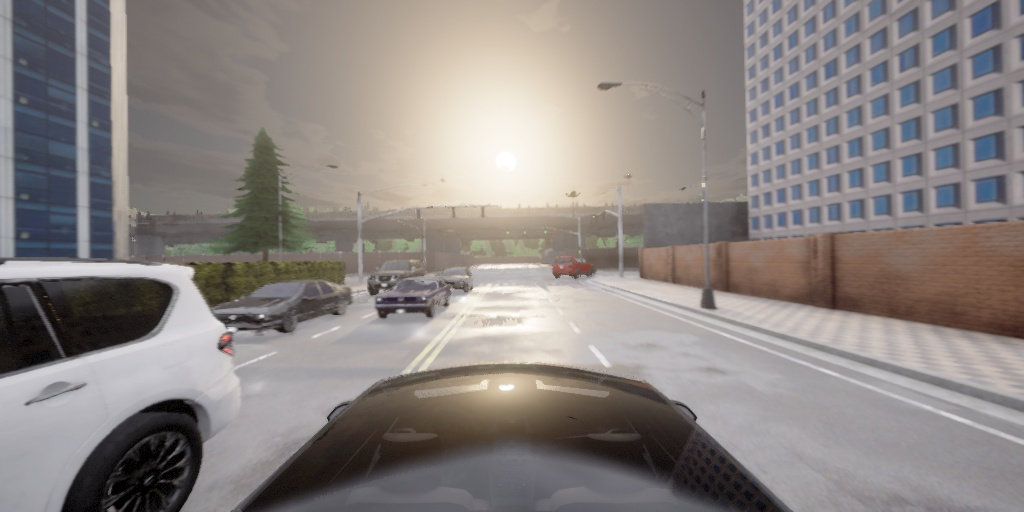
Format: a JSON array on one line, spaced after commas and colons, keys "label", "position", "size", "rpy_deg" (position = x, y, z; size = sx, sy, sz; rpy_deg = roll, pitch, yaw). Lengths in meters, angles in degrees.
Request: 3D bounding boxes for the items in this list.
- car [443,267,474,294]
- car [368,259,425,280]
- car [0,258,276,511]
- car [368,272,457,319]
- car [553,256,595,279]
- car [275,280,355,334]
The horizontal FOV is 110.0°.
[{"label": "car", "position": [-3.464, 1.445, 22.322], "size": [1.837, 1.490, 4.892], "rpy_deg": [-1, 0, 0]}, {"label": "car", "position": [-6.969, 1.229, 22.305], "size": [2.150, 2.045, 5.566], "rpy_deg": [-1, 0, 0]}, {"label": "car", "position": [-3.637, 1.037, 1.040], "size": [2.150, 2.045, 5.566], "rpy_deg": [-1, 0, 0]}, {"label": "car", "position": [-3.571, 1.495, 13.775], "size": [1.895, 1.301, 4.718], "rpy_deg": [-1, 0, 0]}, {"label": "car", "position": [5.777, 1.038, 33.384], "size": [2.150, 2.045, 5.566], "rpy_deg": [-3, -1, 33]}, {"label": "car", "position": [-7.086, 1.495, 11.701], "size": [2.033, 1.411, 5.357], "rpy_deg": [-1, 0, 0]}]
